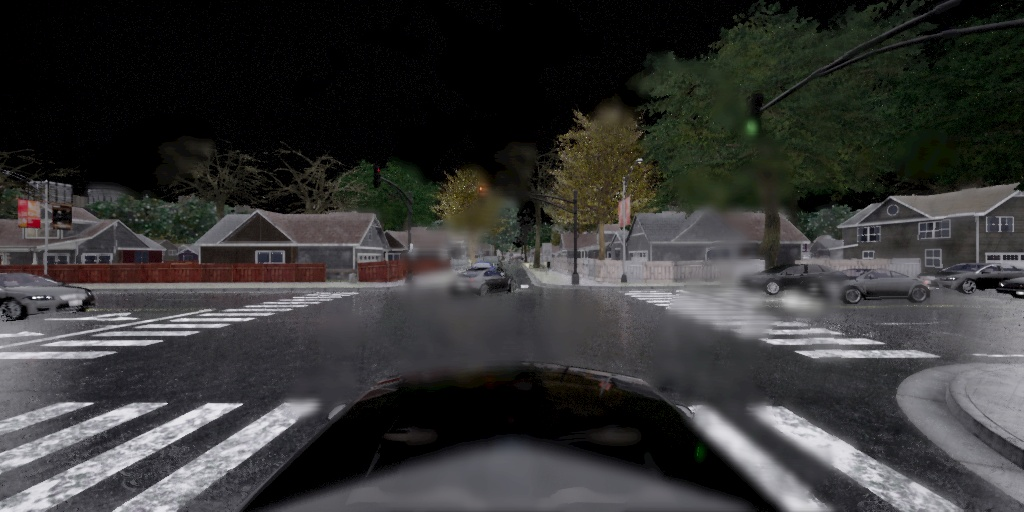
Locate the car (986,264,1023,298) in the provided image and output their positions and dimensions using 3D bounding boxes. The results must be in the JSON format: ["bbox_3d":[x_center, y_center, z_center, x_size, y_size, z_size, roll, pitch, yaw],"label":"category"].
[{"bbox_3d":[23.954,1.150,14.939,5.357,1.411,2.033,0,0,1],"label":"car"}]

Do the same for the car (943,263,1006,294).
[{"bbox_3d":[23.593,1.094,18.197,4.902,1.511,2.128,0,0,1],"label":"car"}]

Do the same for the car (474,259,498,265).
[{"bbox_3d":[-2.592,1.242,31.429,1.882,1.535,5.008,0,0,1],"label":"car"}]

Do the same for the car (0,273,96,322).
[{"bbox_3d":[-17.163,1.334,12.146,4.902,1.511,2.128,0,0,1],"label":"car"}]

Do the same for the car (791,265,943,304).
[{"bbox_3d":[14.717,1.217,15.087,4.181,1.385,1.994,0,0,1],"label":"car"}]

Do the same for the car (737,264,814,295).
[{"bbox_3d":[14.263,1.159,18.335,4.892,1.490,1.837,0,0,2],"label":"car"}]

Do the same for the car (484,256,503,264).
[{"bbox_3d":[-2.397,0.994,41.665,2.150,2.045,5.566,0,0,1],"label":"car"}]

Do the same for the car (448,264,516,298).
[{"bbox_3d":[-1.450,1.316,18.737,1.994,1.385,4.181,0,0,28],"label":"car"}]
